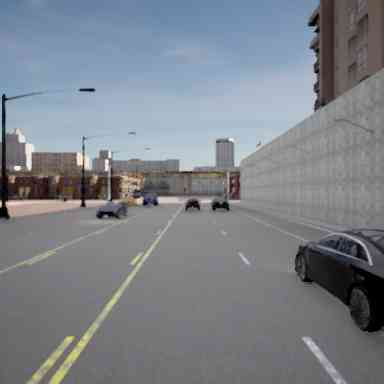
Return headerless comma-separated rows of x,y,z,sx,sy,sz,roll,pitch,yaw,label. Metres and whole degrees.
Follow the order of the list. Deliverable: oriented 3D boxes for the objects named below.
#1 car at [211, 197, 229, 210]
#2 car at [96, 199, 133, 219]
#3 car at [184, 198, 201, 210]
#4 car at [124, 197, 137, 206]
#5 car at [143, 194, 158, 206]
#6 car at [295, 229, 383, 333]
3.603,1.407,43.122,2.097,1.767,4.553,0,0,0,car
-6.979,1.586,29.669,2.033,1.411,5.357,0,0,0,car
0.106,1.563,43.652,1.837,1.490,4.892,0,1,0,car
-10.456,1.549,55.574,1.882,1.535,5.008,0,0,0,car
-6.946,1.281,56.197,2.150,2.045,5.566,0,0,0,car
3.612,1.502,6.787,2.128,1.511,4.902,0,0,0,car
